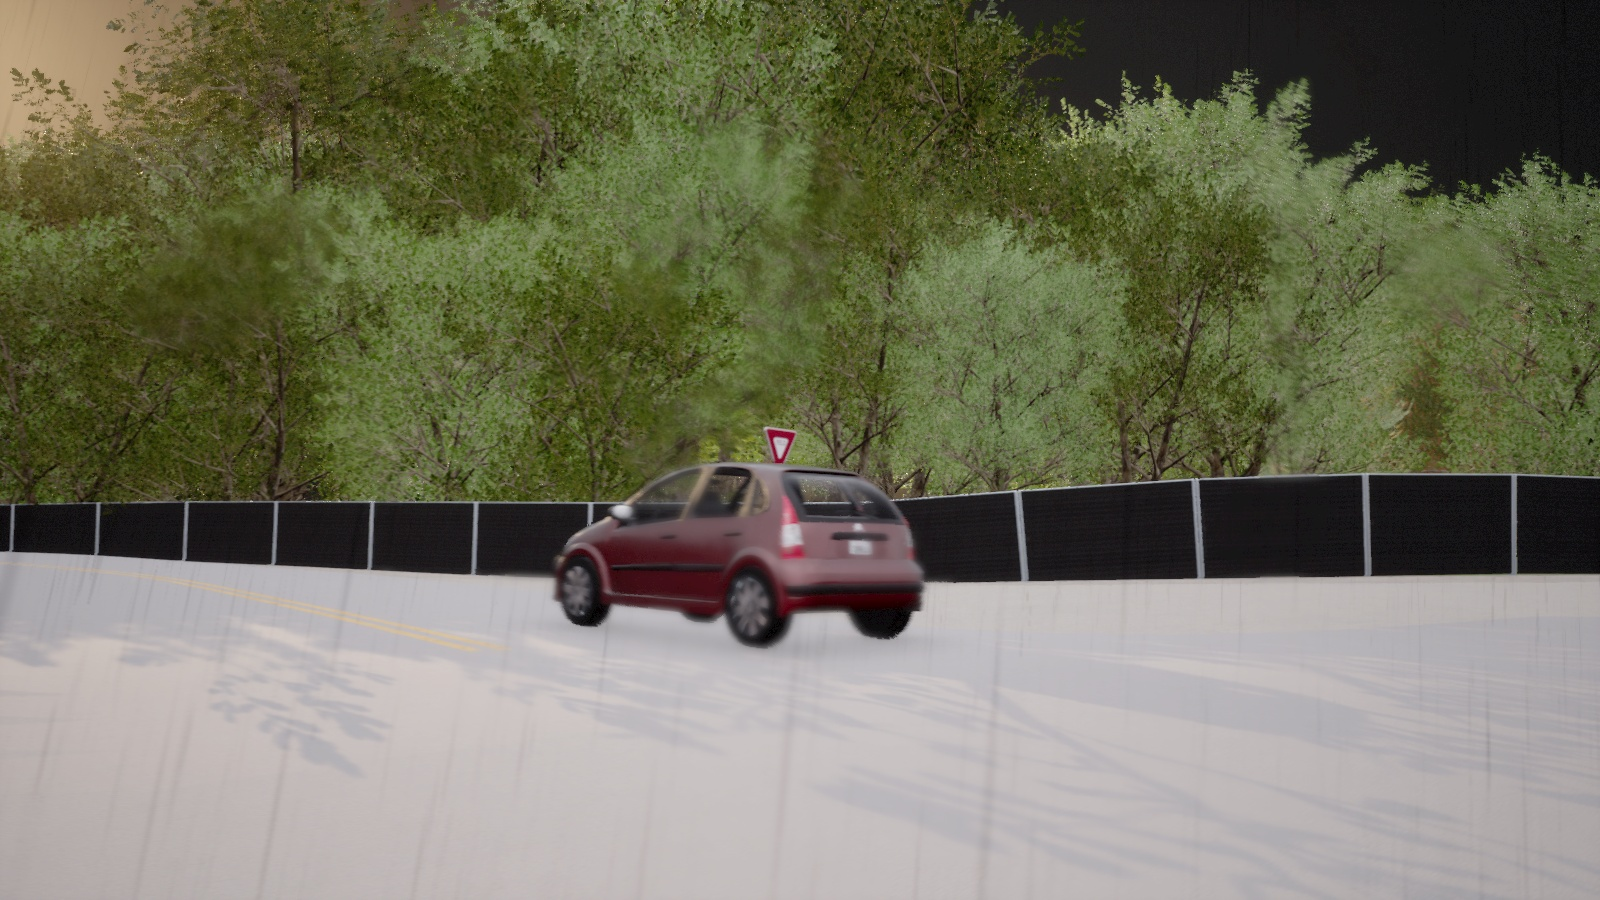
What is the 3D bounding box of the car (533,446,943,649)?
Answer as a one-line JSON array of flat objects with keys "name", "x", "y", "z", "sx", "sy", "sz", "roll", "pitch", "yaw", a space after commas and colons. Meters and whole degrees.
[{"name": "car", "x": -0.733, "y": 0.919, "z": 12.157, "sx": 1.851, "sy": 1.617, "sz": 3.988, "roll": 4, "pitch": -6, "yaw": -41}]
